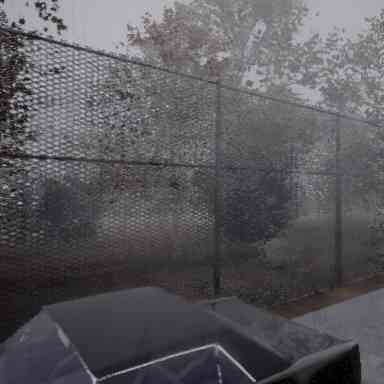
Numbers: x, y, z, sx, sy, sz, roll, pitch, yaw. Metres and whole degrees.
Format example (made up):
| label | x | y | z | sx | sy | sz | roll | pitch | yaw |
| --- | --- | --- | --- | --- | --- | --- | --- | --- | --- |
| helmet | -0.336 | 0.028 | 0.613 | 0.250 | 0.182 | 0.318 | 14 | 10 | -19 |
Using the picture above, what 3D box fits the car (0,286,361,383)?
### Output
| label | x | y | z | sx | sy | sz | roll | pitch | yaw |
| --- | --- | --- | --- | --- | --- | --- | --- | --- | --- |
| car | -0.821 | 1.602 | 2.484 | 4.718 | 1.301 | 1.895 | 0 | 0 | -35 |
